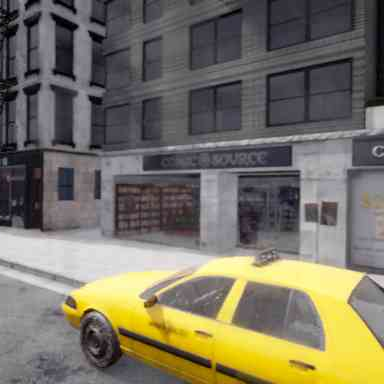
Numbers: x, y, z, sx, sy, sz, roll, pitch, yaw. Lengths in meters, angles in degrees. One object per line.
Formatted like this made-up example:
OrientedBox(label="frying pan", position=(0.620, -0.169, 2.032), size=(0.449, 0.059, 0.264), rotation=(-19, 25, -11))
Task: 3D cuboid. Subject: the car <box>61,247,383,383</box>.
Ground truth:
OrientedBox(label="car", position=(0.590, 1.435, 3.940), size=(5.366, 1.575, 1.801), rotation=(1, 1, 36))
